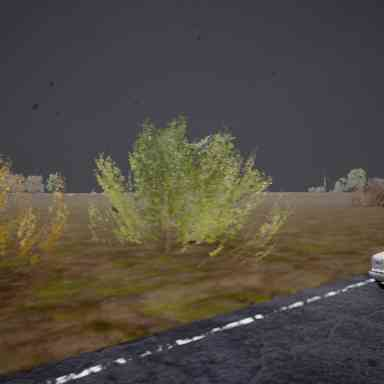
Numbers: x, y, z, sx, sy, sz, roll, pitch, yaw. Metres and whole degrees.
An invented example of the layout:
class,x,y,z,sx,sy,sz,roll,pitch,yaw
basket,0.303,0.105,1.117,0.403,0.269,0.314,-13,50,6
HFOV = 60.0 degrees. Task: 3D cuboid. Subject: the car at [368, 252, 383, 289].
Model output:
class,x,y,z,sx,sy,sz,roll,pitch,yaw
car,6.202,1.605,7.963,4.718,1.301,1.895,0,0,-37
